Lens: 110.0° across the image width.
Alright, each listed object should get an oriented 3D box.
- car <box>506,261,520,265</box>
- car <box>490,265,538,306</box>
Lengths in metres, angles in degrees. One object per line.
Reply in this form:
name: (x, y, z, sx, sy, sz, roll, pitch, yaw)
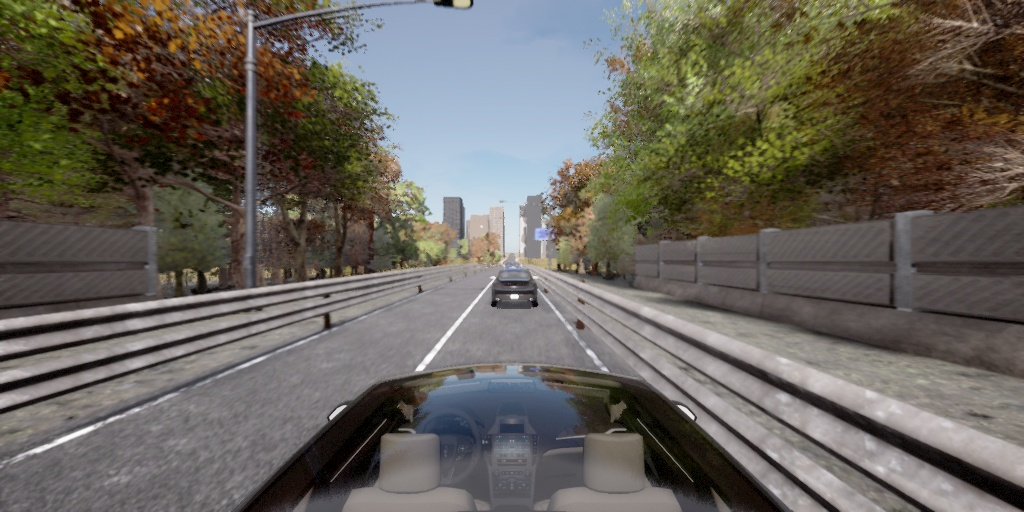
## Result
car: (0.077, 1.370, 39.289, 2.097, 1.767, 4.553, -1, 0, 0)
car: (0.096, 1.293, 15.875, 1.837, 1.490, 4.892, 0, 0, 0)
